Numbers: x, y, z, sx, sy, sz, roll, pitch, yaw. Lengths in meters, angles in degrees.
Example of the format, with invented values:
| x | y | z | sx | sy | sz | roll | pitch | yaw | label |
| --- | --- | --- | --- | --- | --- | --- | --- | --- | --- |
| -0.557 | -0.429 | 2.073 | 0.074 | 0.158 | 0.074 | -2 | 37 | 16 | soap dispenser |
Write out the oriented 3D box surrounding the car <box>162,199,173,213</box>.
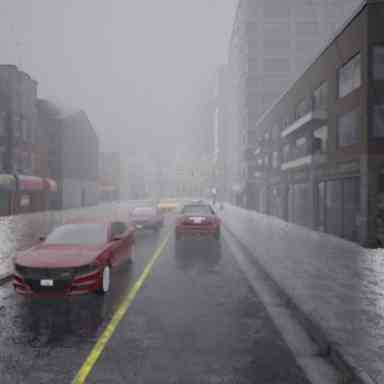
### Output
| x | y | z | sx | sy | sz | roll | pitch | yaw | label |
| --- | --- | --- | --- | --- | --- | --- | --- | --- | --- |
| -2.369 | 1.447 | 34.306 | 1.882 | 1.535 | 5.008 | 0 | 0 | 1 | car |

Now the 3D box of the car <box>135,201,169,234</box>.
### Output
| x | y | z | sx | sy | sz | roll | pitch | yaw | label |
| --- | --- | --- | --- | --- | --- | --- | --- | --- | --- |
| -2.631 | 1.496 | 19.302 | 1.812 | 1.442 | 4.674 | 0 | 0 | 1 | car |

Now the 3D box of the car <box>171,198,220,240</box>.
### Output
| x | y | z | sx | sy | sz | roll | pitch | yaw | label |
| --- | --- | --- | --- | --- | --- | --- | --- | --- | --- |
| 0.277 | 1.334 | 17.063 | 2.097 | 1.767 | 4.553 | 0 | 0 | 1 | car |

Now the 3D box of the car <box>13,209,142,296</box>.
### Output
| x | y | z | sx | sy | sz | roll | pitch | yaw | label |
| --- | --- | --- | --- | --- | --- | --- | --- | --- | --- |
| -2.759 | 1.458 | 8.875 | 1.882 | 1.535 | 5.008 | 0 | 0 | 1 | car |

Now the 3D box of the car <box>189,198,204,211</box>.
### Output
| x | y | z | sx | sy | sz | roll | pitch | yaw | label |
| --- | --- | --- | --- | --- | --- | --- | --- | --- | --- |
| 0.556 | 1.497 | 41.213 | 1.812 | 1.442 | 4.674 | 0 | 0 | 1 | car |
